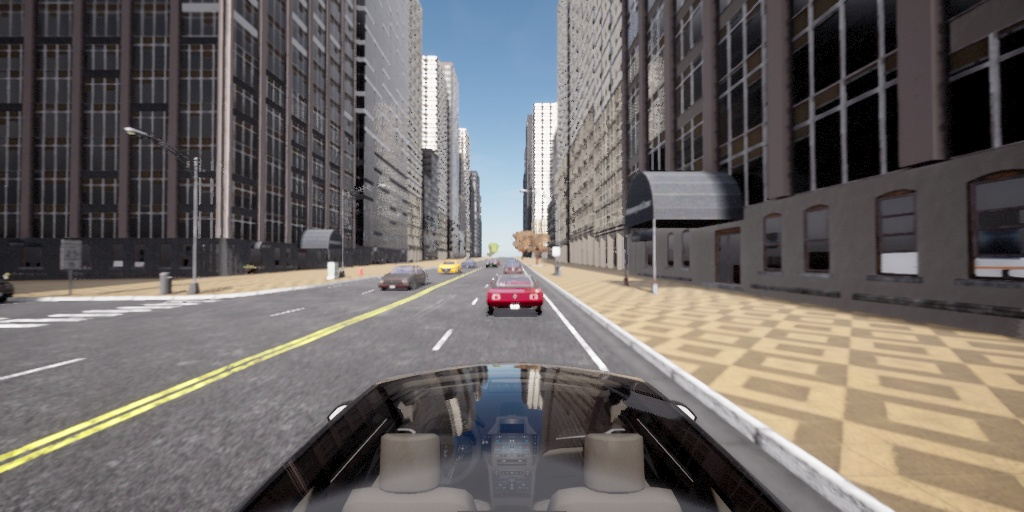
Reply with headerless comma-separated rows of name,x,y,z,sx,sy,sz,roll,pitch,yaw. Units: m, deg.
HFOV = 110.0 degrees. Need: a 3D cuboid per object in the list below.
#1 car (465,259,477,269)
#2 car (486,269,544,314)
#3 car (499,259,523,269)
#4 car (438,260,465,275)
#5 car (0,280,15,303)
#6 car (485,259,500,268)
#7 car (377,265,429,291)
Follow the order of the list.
car,-6.539,1.203,55.457,2.033,1.411,5.357,0,0,1
car,0.095,1.338,13.670,1.895,1.301,4.718,0,0,0
car,0.101,1.239,34.631,2.033,1.411,5.357,0,0,0
car,-6.595,1.163,38.396,1.882,1.535,5.008,0,0,0
car,-25.665,1.552,16.373,4.403,1.370,2.007,0,0,-1
car,-3.250,1.252,57.488,1.895,1.301,4.718,0,0,0
car,-6.601,1.279,22.437,2.033,1.411,5.357,0,1,0
